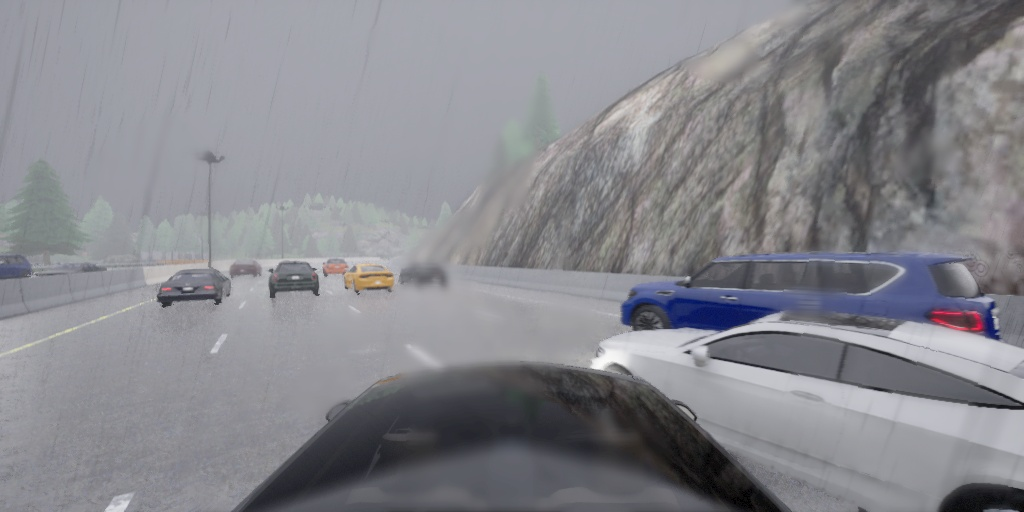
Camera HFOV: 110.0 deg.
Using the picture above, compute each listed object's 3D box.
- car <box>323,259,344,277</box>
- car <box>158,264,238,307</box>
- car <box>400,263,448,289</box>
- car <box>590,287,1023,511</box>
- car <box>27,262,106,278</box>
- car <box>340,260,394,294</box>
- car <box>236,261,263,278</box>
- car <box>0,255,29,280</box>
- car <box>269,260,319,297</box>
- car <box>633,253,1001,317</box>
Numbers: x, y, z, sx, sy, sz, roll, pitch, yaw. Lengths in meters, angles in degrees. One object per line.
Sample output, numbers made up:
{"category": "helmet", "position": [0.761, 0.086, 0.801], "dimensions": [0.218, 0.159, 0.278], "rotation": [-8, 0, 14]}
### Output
{"category": "car", "position": [-17.201, 1.033, 34.913], "dimensions": [2.097, 1.767, 4.553], "rotation": [0, 0, -30]}
{"category": "car", "position": [-13.411, 1.267, 15.396], "dimensions": [2.033, 1.411, 5.357], "rotation": [0, 0, -33]}
{"category": "car", "position": [-5.681, 1.209, 22.763], "dimensions": [1.837, 1.490, 4.892], "rotation": [0, -1, -33]}
{"category": "car", "position": [2.863, 1.273, 3.477], "dimensions": [1.812, 1.442, 4.674], "rotation": [0, 0, -33]}
{"category": "car", "position": [-33.124, 1.240, 27.174], "dimensions": [2.033, 1.411, 5.357], "rotation": [0, 0, -28]}
{"category": "car", "position": [-8.091, 1.189, 20.052], "dimensions": [1.882, 1.535, 5.008], "rotation": [0, 0, -33]}
{"category": "car", "position": [-23.656, 1.162, 32.113], "dimensions": [1.882, 1.535, 5.008], "rotation": [0, 0, -29]}
{"category": "car", "position": [-35.456, 0.921, 24.152], "dimensions": [2.150, 2.045, 5.566], "rotation": [0, 0, -29]}
{"category": "car", "position": [-11.538, 1.065, 18.930], "dimensions": [2.097, 1.767, 4.553], "rotation": [0, 0, -33]}
{"category": "car", "position": [4.803, 0.962, 6.887], "dimensions": [2.150, 2.045, 5.566], "rotation": [0, 0, -33]}
